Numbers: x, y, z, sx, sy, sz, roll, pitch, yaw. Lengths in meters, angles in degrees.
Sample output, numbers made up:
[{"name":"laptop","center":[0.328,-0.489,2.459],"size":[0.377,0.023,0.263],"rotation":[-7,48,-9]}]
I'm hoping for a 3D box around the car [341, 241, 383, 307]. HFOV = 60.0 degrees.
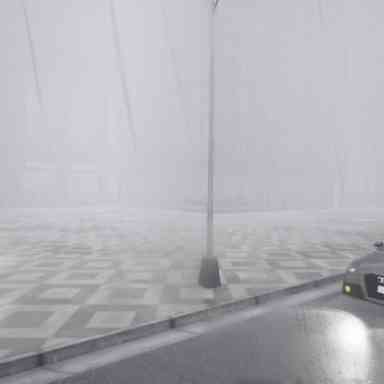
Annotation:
[{"name":"car","center":[5.046,1.566,7.060],"size":[4.181,1.385,1.994],"rotation":[0,0,-36]}]
